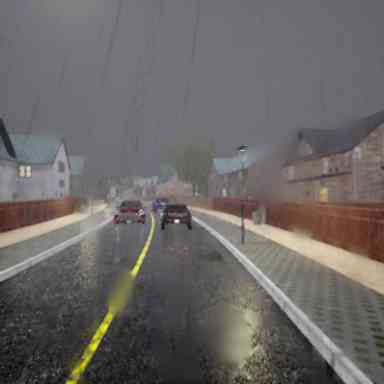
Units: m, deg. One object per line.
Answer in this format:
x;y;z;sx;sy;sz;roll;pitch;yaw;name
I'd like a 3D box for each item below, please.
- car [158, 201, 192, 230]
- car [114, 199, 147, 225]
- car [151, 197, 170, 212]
-1.078;1.481;21.169;1.837;1.490;4.892;0;-2;-5;car
-4.337;1.334;23.881;2.097;1.767;4.553;0;0;-7;car
-3.613;1.377;38.975;2.097;1.767;4.553;0;0;-10;car
